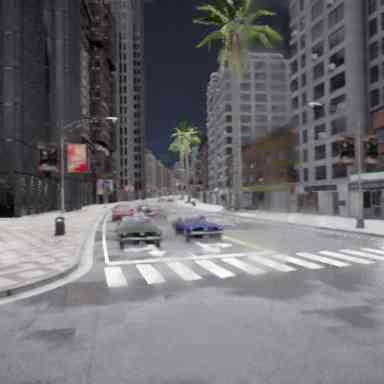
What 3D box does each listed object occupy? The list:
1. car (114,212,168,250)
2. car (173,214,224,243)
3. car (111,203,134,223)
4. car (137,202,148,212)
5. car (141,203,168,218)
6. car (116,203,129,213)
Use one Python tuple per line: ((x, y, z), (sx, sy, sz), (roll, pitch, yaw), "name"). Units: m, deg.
((-2.665, 1.903, 16.307), (1.895, 1.301, 4.718), (-1, -1, -14), "car")
((0.210, 1.890, 18.189), (1.895, 1.301, 4.718), (-1, -1, -13), "car")
((-6.641, 2.045, 31.843), (1.882, 1.535, 5.008), (-1, -1, -13), "car")
((-7.555, 2.347, 52.222), (2.128, 1.511, 4.902), (-1, -1, -10), "car")
((-3.649, 2.110, 33.345), (1.994, 1.385, 4.181), (-1, -1, -13), "car")
((-10.744, 2.444, 51.596), (1.994, 1.385, 4.181), (-1, -1, -10), "car")
